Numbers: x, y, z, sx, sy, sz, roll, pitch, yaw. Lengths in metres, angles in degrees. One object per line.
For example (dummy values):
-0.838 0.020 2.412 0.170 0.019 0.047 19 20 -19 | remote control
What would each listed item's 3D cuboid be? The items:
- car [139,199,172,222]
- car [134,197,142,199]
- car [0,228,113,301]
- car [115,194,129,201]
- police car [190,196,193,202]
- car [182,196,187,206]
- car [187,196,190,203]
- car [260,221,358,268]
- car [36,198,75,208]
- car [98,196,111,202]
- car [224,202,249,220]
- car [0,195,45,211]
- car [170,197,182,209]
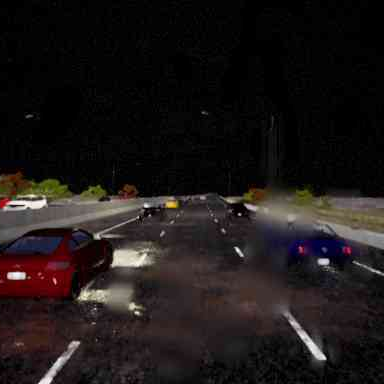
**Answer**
-3.155 1.590 27.646 2.128 1.511 4.902 0 0 1 | car
-12.310 1.874 75.692 1.895 1.301 4.718 0 0 2 | car
-3.367 1.589 8.414 1.994 1.385 4.181 0 0 0 | car
-15.806 1.501 75.853 2.150 2.045 5.566 0 0 2 | car
-1.587 1.886 80.366 2.038 1.542 4.974 0 0 3 | police car
-2.481 1.604 58.418 2.097 1.767 4.553 0 0 2 | car
-2.067 1.915 69.438 1.895 1.301 4.718 0 0 2 | car
3.649 1.639 11.397 1.895 1.301 4.718 0 0 0 | car
-13.720 1.615 34.668 2.128 1.511 4.902 0 0 1 | car
-19.396 1.765 73.844 1.837 1.490 4.892 0 0 2 | car
3.869 1.635 29.055 1.812 1.442 4.674 0 0 1 | car
-17.220 1.346 34.822 2.150 2.045 5.566 0 -1 1 | car
-2.817 1.652 47.675 1.801 1.575 5.366 0 0 2 | car
